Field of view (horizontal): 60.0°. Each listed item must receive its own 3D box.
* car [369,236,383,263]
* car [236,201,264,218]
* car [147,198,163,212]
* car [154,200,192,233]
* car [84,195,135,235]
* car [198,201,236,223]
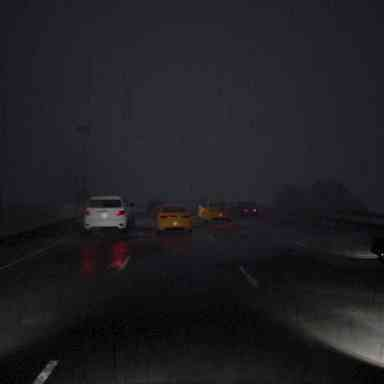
[{"bbox_3d":[6.812,1.528,8.377,2.033,1.411,5.357,0,0,-3],"label":"car"},{"bbox_3d":[4.651,1.507,29.297,2.033,1.411,5.357,0,0,-9],"label":"car"},{"bbox_3d":[-4.069,1.440,37.797,1.882,1.535,5.008,0,0,-12],"label":"car"},{"bbox_3d":[-1.135,1.457,19.520,1.882,1.535,5.008,0,0,-6],"label":"car"},{"bbox_3d":[-4.552,1.206,18.910,2.150,2.045,5.566,0,0,-6],"label":"car"},{"bbox_3d":[1.638,1.446,25.498,1.882,1.535,5.008,0,0,-8],"label":"car"}]
